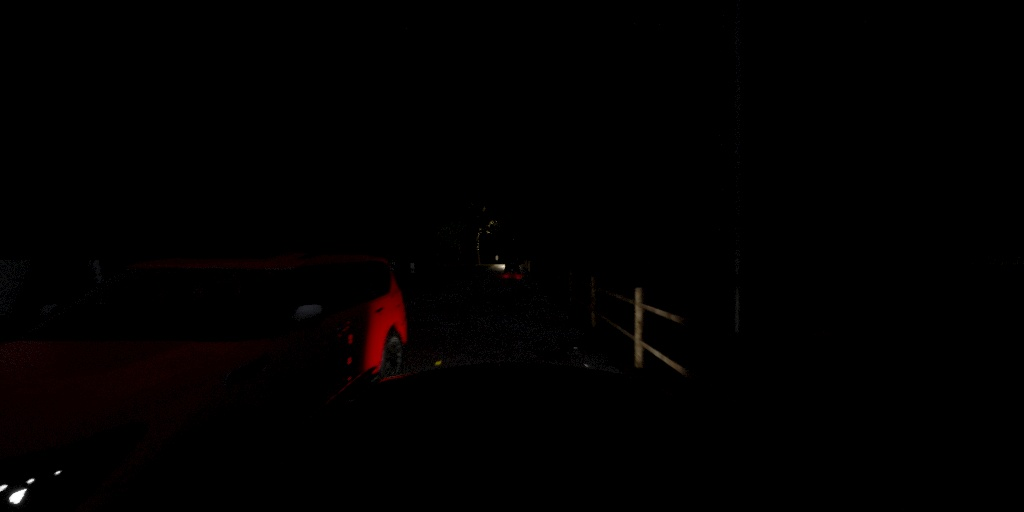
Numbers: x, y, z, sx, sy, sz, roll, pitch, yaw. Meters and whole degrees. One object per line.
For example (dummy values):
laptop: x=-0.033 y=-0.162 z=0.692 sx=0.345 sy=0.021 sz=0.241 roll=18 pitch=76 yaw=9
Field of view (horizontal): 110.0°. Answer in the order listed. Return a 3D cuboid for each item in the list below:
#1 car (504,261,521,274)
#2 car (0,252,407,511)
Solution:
car: x=0.023 y=1.364 z=42.281 sx=1.812 sy=1.442 sz=4.674 roll=0 pitch=0 yaw=0
car: x=-2.833 y=0.971 z=3.870 sx=2.150 sy=2.045 sz=5.566 roll=0 pitch=0 yaw=0
